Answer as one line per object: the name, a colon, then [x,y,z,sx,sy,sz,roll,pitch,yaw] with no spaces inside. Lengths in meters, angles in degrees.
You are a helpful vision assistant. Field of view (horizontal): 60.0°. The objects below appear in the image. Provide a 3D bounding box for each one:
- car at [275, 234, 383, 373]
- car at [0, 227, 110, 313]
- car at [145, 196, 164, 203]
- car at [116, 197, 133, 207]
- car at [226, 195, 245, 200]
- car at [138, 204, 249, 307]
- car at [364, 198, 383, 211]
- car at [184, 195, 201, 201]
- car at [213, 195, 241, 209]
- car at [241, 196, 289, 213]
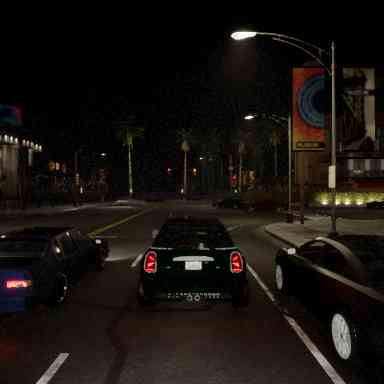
car: [2.880,1.480,5.816,2.097,1.535,5.008,0,0,-1]
car: [-3.469,1.547,7.934,2.033,1.411,5.357,0,0,0]
car: [-7.552,1.547,67.359,2.033,1.411,5.357,0,0,21]
car: [-10.505,1.526,51.836,1.812,1.442,4.674,0,0,3]
car: [11.982,1.539,90.846,5.357,1.411,2.033,0,0,-37]
car: [0.032,1.352,8.153,2.097,1.767,4.553,0,0,0]
car: [23.421,1.491,40.141,4.902,1.511,2.128,0,0,-1]
car: [0.197,1.500,80.666,1.837,1.490,4.892,0,0,40]
car: [4.923,1.505,43.276,4.892,1.490,1.837,0,2,38]
car: [8.334,1.477,37.341,5.008,1.535,1.882,0,1,12]
